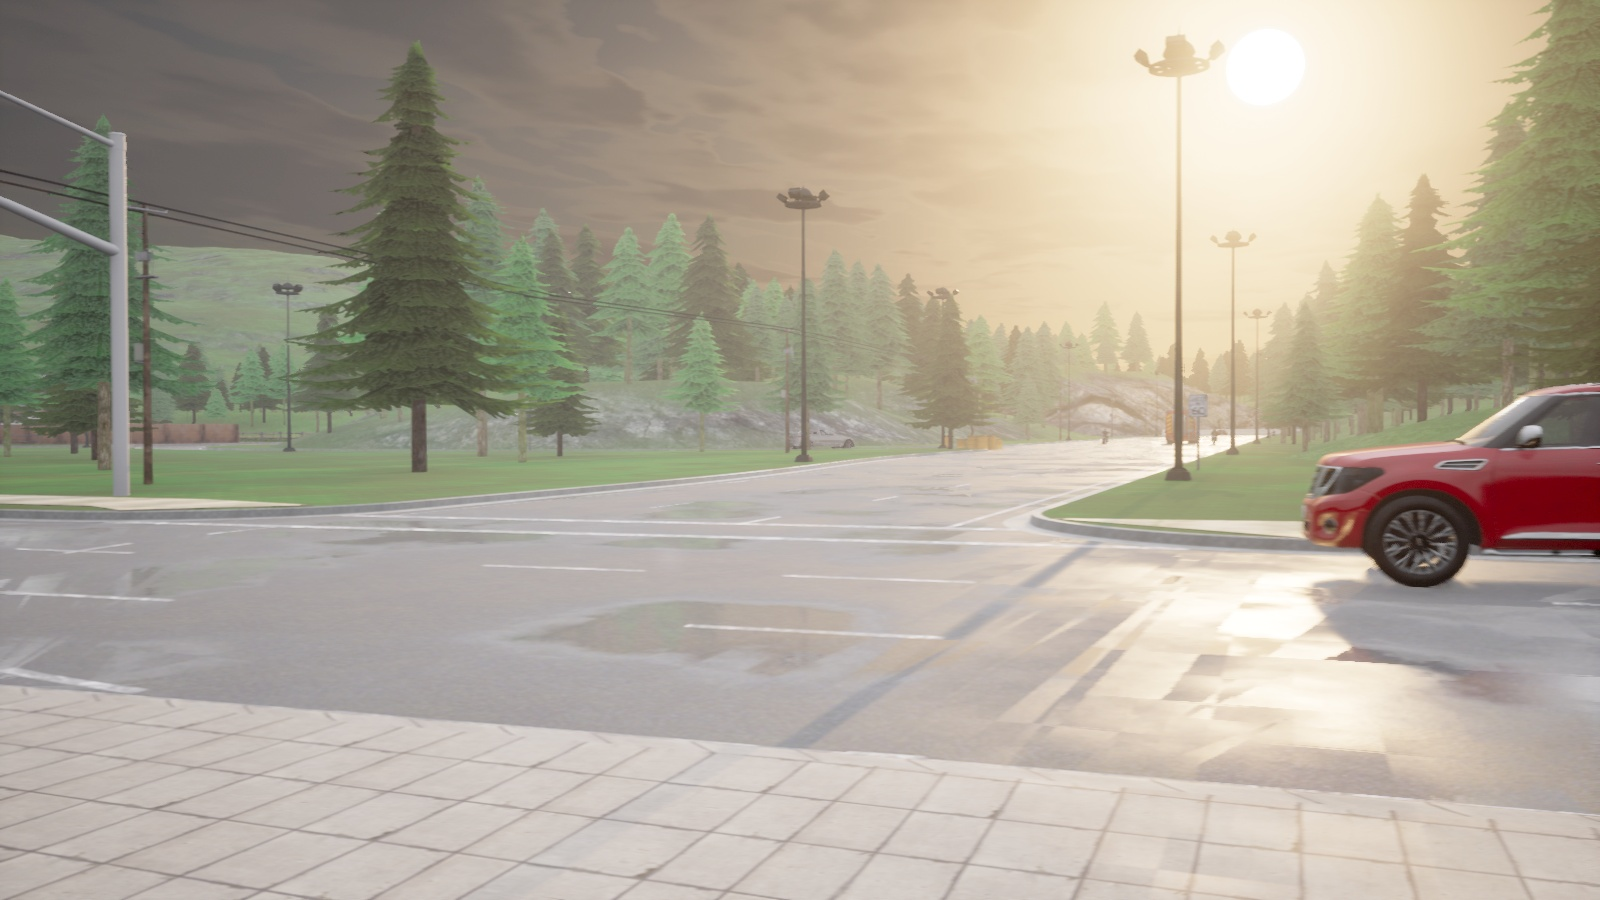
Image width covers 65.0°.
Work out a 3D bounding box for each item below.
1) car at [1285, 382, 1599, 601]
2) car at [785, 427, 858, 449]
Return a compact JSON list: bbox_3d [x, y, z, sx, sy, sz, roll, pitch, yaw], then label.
[{"bbox_3d":[7.914,0.372,12.667,5.566,2.045,2.150,1,1,20],"label":"car"},{"bbox_3d":[1.610,-0.920,94.518,5.027,1.651,2.152,0,1,-24],"label":"car"}]
